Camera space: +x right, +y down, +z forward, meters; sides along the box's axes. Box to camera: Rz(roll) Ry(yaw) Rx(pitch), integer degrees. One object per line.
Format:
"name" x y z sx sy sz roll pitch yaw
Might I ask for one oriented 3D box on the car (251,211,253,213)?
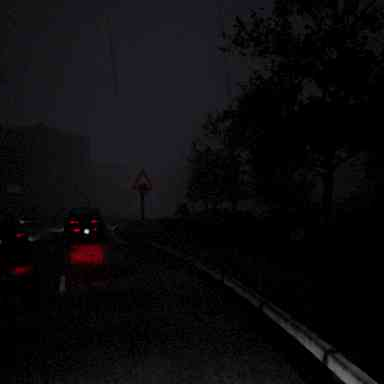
"car" 10.228 4.791 72.926 4.792 1.488 2.163 0 -3 14

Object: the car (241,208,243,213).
"car" 4.894 3.353 51.590 4.892 1.521 2.231 0 -4 14

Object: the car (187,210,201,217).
"car" 0.486 4.472 70.293 1.812 1.442 4.674 0 -4 14

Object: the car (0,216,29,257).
"car" -7.316 1.594 12.473 1.994 1.385 4.181 0 0 -30

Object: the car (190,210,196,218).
"car" 1.220 3.868 59.784 1.882 1.535 5.008 0 -4 14

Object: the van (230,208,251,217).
"van" 10.978 4.698 75.587 4.442 1.987 1.878 0 -3 14

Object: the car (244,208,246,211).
"car" 6.036 3.725 56.972 5.366 1.575 1.946 0 -4 14

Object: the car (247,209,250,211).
"car" 8.874 4.471 67.594 4.674 1.452 2.002 0 -4 14

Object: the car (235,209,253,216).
"car" 13.551 5.397 86.283 4.553 1.767 2.185 0 -3 14

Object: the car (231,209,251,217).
"car" 11.529 4.964 78.411 4.553 1.767 2.185 0 -3 14

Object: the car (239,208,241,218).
"car" 4.219 3.161 48.928 5.008 1.535 2.097 0 -4 14

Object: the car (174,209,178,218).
"car" -1.935 3.919 60.565 1.837 1.490 4.892 0 -4 14

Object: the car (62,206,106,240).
"car" -5.576 1.510 17.181 1.837 1.490 4.892 -1 0 -21

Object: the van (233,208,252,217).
"van" 12.745 5.157 83.656 4.442 1.987 1.878 0 -3 14

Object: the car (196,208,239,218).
"car" 3.554 2.969 46.261 4.892 1.521 2.231 0 -4 14
